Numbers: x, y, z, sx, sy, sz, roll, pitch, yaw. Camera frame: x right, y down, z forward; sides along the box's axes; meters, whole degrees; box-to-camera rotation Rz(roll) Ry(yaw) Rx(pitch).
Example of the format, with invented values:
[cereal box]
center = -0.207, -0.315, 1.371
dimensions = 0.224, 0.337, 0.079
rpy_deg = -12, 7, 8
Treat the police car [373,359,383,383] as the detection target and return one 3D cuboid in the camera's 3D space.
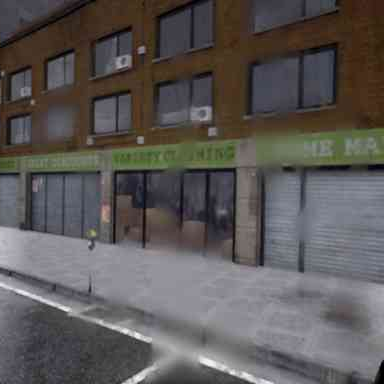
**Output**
[police car]
center = 3.377, 1.449, 0.937
dimensions = 5.238, 1.638, 1.930
rpy_deg = 1, 0, 36
